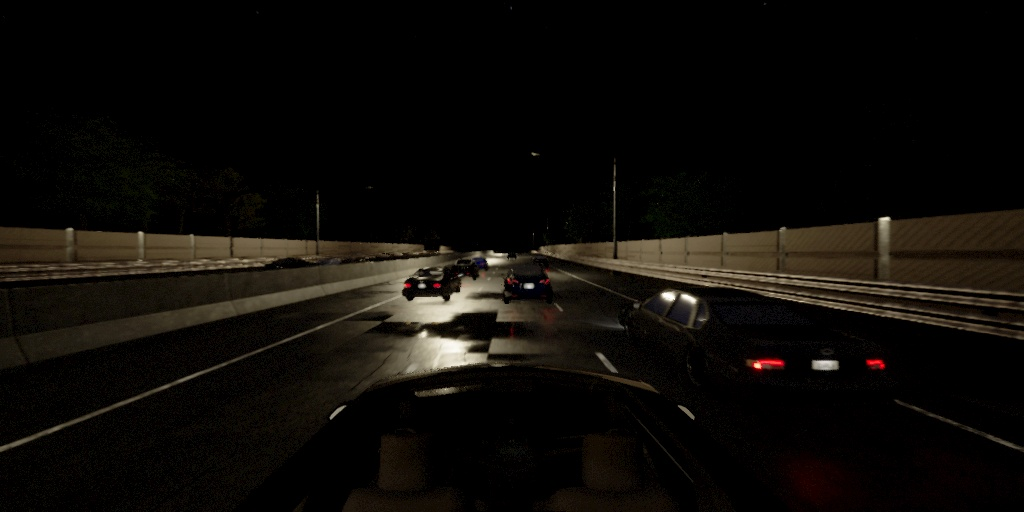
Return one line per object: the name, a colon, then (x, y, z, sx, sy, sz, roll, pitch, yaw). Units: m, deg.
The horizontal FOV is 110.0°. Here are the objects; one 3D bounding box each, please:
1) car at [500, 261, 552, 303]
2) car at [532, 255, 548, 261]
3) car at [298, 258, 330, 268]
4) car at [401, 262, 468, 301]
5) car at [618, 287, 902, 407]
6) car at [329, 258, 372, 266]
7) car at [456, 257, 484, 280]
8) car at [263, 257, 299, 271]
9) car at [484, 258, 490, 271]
car: (0.566, 1.147, 15.894, 2.163, 1.488, 4.792, 0, 1, -2)
car: (3.593, 0.672, 45.590, 2.128, 1.511, 4.902, 0, 1, 0)
car: (-17.589, 0.940, 34.267, 2.033, 1.411, 5.357, 0, 1, 0)
car: (-3.502, 1.184, 16.464, 2.033, 1.411, 5.357, 0, 1, 0)
car: (3.599, 1.283, 6.630, 2.033, 1.411, 5.357, 0, 0, 0)
car: (-14.095, 0.930, 32.311, 1.837, 1.490, 4.892, 0, 1, 0)
car: (-3.504, 1.004, 27.466, 1.837, 1.490, 4.892, 0, 1, 0)
car: (-21.086, 0.878, 33.754, 1.882, 1.535, 5.008, 0, 1, 0)
car: (-3.506, 0.844, 38.471, 1.812, 1.442, 4.674, 0, 1, 0)
